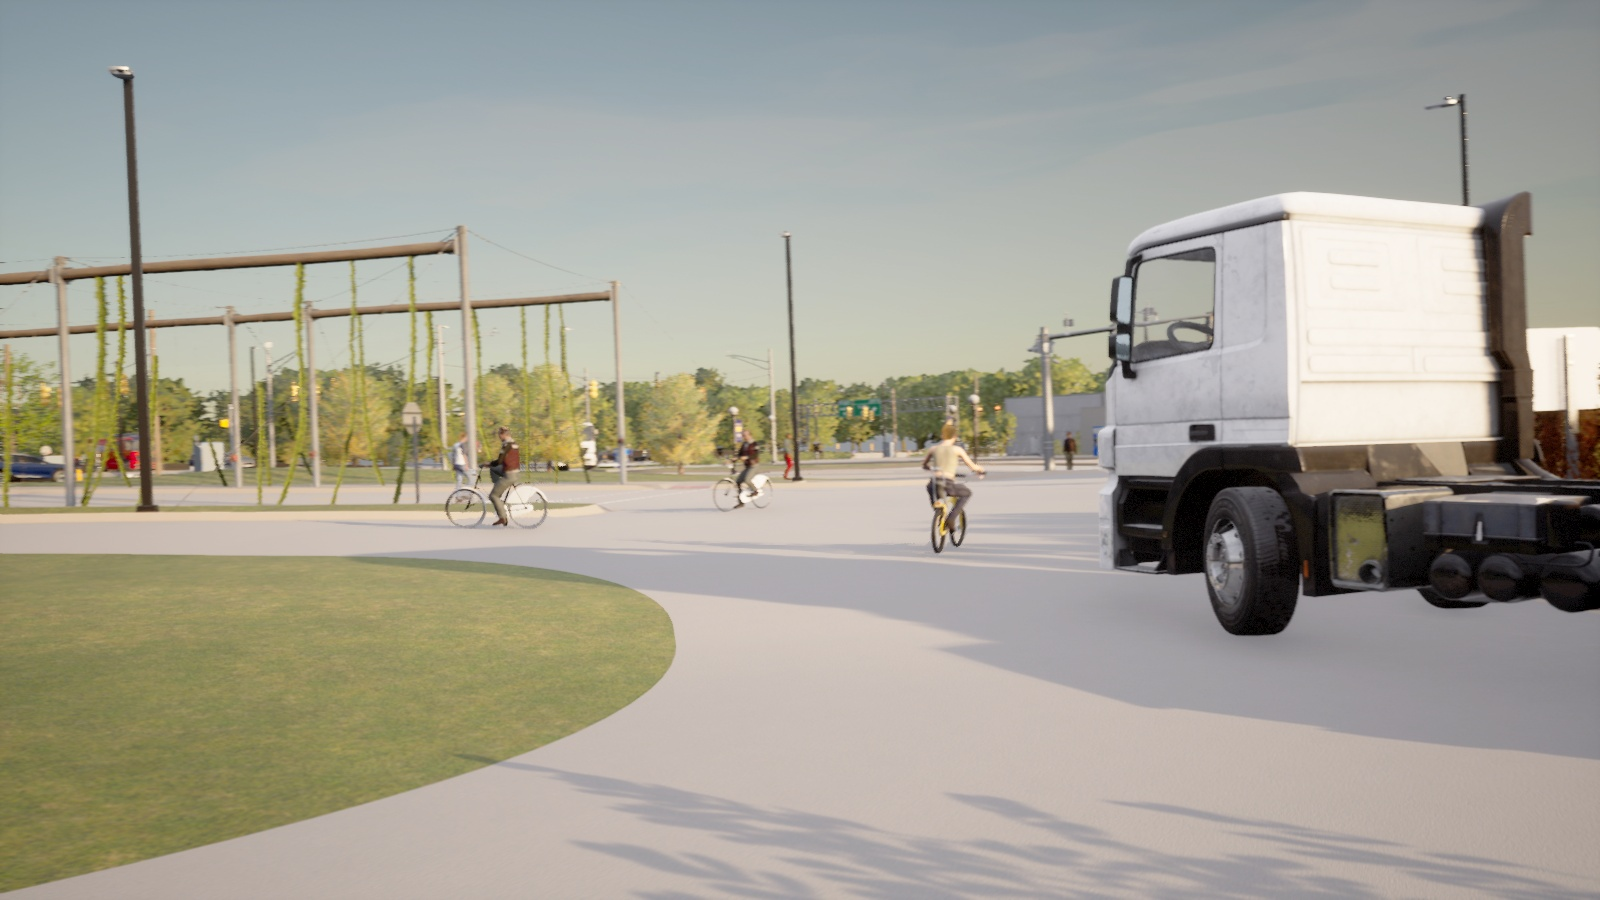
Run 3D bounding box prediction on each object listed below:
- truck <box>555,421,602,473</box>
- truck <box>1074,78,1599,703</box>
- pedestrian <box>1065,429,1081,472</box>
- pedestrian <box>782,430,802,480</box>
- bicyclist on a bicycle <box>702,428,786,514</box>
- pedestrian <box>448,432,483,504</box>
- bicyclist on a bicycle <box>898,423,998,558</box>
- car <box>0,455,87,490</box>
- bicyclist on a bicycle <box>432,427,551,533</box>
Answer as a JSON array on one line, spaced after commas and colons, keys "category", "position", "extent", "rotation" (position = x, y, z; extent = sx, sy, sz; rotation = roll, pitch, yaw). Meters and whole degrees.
[{"category": "truck", "position": [-15.738, -0.201, 89.491], "extent": [2.891, 3.462, 7.936], "rotation": [-2, 0, -8]}, {"category": "truck", "position": [5.494, -0.358, 8.081], "extent": [2.891, 3.462, 7.936], "rotation": [-2, 1, -26]}, {"category": "pedestrian", "position": [11.918, 0.034, 54.818], "extent": [0.431, 1.840, 0.703], "rotation": [-2, 1, 32]}, {"category": "pedestrian", "position": [-0.307, 0.189, 47.189], "extent": [0.614, 1.847, 0.353], "rotation": [-3, 1, 10]}, {"category": "bicyclist on a bicycle", "position": [-1.195, 0.437, 27.275], "extent": [0.659, 1.776, 1.843], "rotation": [-2, 0, 41]}, {"category": "pedestrian", "position": [-8.645, 0.457, 32.487], "extent": [0.354, 1.836, 0.706], "rotation": [-2, 1, 42]}, {"category": "bicyclist on a bicycle", "position": [1.901, 0.467, 15.952], "extent": [0.866, 1.612, 1.509], "rotation": [1, 1, 22]}, {"category": "car", "position": [-38.610, 1.131, 62.674], "extent": [2.033, 1.649, 4.856], "rotation": [-2, -1, 35]}, {"category": "bicyclist on a bicycle", "position": [-5.297, 0.511, 21.600], "extent": [1.843, 1.776, 0.659], "rotation": [-1, 2, 10]}]
